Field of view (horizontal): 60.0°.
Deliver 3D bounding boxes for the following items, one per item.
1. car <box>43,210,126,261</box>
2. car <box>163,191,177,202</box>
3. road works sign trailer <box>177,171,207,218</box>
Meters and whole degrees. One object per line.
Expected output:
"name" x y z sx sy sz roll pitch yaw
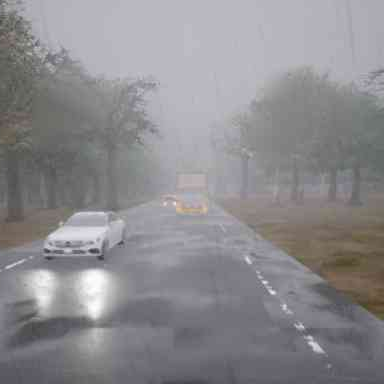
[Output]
"car" -3.589 1.399 11.943 1.812 1.442 4.674 0 1 0
"car" -3.515 0.664 54.132 2.097 1.767 4.553 0 1 1
"road works sign trailer" 0.011 0.160 26.250 2.380 3.560 2.880 0 1 0
